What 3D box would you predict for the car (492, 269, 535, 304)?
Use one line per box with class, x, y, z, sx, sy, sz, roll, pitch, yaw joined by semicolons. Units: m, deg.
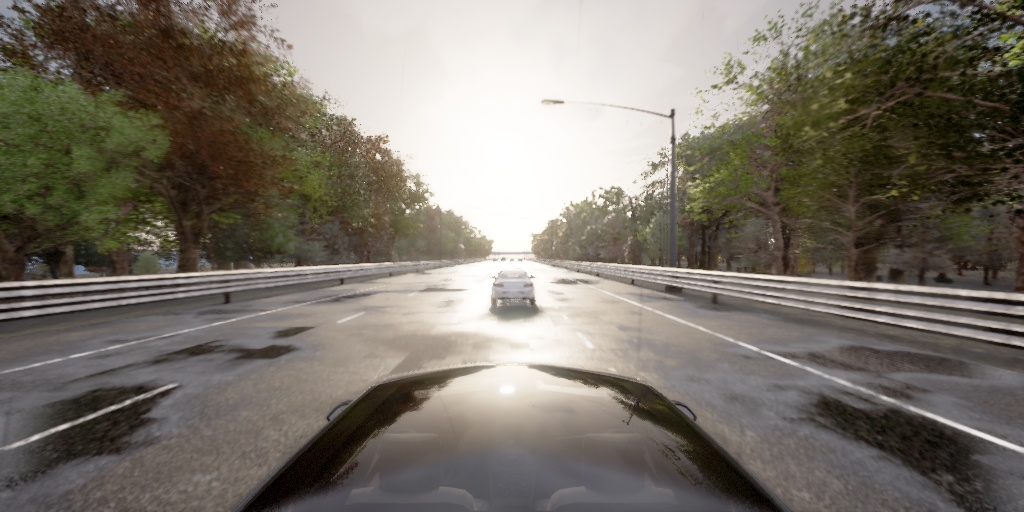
car;0.052;1.324;16.375;1.812;1.442;4.674;0;0;0
